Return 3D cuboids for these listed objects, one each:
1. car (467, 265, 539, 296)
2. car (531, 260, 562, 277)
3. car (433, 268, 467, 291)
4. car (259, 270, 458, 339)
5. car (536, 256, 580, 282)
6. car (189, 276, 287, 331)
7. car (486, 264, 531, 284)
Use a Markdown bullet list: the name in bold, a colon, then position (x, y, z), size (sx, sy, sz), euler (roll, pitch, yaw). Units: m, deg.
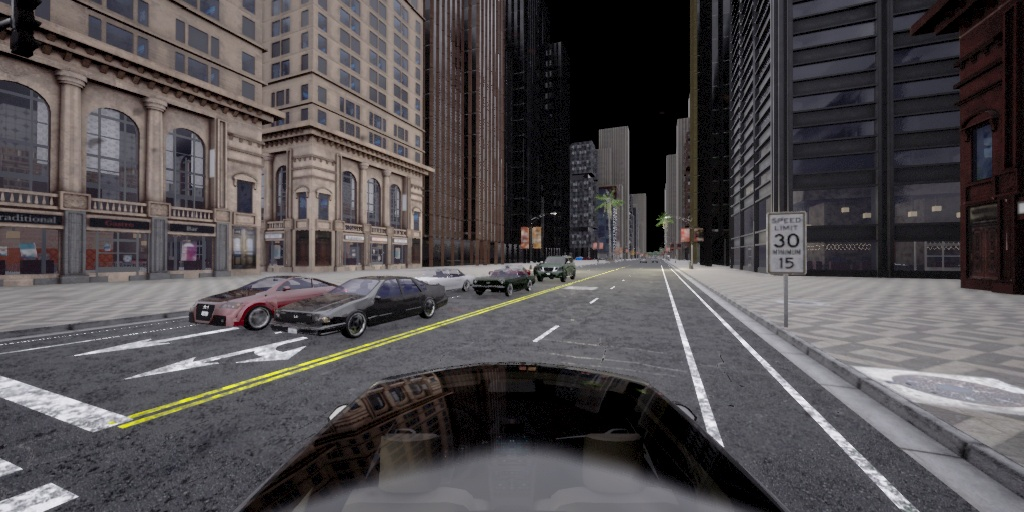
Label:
- **car**: position (-0.321, 1.357, 19.433), size (1.895, 1.301, 4.718), euler (0, 0, 22)
- **car**: position (3.768, 1.250, 37.911), size (1.882, 1.535, 5.008), euler (0, 0, 23)
- **car**: position (-3.905, 1.356, 19.260), size (1.895, 1.301, 4.718), euler (0, 0, 22)
- **car**: position (-3.952, 1.299, 10.558), size (2.033, 1.411, 5.357), euler (0, 0, 22)
- **car**: position (3.733, 0.986, 29.332), size (2.150, 2.045, 5.566), euler (0, 0, 22)
- **car**: position (-7.218, 1.315, 11.149), size (1.994, 1.385, 4.181), euler (0, 0, 22)
- **car**: position (-0.132, 1.364, 28.480), size (1.895, 1.301, 4.718), euler (0, 0, 22)
